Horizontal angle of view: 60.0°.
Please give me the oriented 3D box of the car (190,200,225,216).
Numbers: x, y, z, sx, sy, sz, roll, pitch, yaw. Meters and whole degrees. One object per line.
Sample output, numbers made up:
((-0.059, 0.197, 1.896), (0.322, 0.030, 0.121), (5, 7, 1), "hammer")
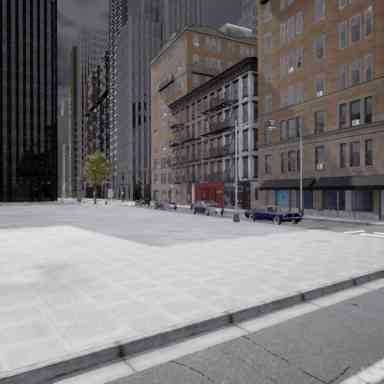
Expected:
((1.504, 1.631, 34.099), (2.128, 1.511, 4.902), (0, 0, -26), "car")

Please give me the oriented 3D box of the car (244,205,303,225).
((6.019, 1.687, 24.957), (1.895, 1.301, 4.718), (0, 0, -26), "car")

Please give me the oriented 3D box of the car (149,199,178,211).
((-3.519, 1.697, 44.309), (2.128, 1.511, 4.902), (0, 0, -26), "car")

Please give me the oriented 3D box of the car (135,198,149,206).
((-9.233, 1.816, 61.942), (1.837, 1.490, 4.892), (0, 0, -27), "car")
